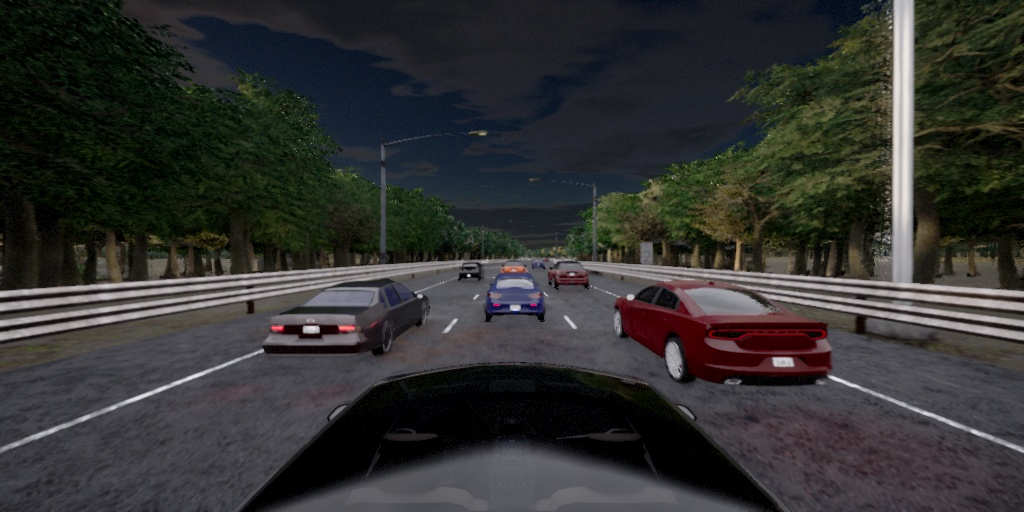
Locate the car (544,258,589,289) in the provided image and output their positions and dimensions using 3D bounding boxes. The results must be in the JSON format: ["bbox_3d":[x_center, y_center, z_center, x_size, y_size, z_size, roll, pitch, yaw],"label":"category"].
[{"bbox_3d":[3.510,1.097,23.057,2.097,1.767,4.553,0,0,0],"label":"car"}]

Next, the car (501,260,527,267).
[{"bbox_3d":[0.164,1.121,29.956,2.097,1.767,4.553,0,0,1],"label":"car"}]

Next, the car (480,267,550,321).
[{"bbox_3d":[0.085,1.271,12.275,1.812,1.442,4.674,0,0,0],"label":"car"}]

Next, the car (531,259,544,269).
[{"bbox_3d":[4.266,1.228,58.851,2.097,1.767,4.553,0,0,2],"label":"car"}]

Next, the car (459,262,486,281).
[{"bbox_3d":[-3.334,1.274,30.325,1.837,1.490,4.892,0,0,1],"label":"car"}]

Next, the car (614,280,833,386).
[{"bbox_3d":[3.498,1.217,7.100,1.882,1.535,5.008,0,0,0],"label":"car"}]

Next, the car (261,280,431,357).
[{"bbox_3d":[-3.399,1.293,8.581,2.033,1.411,5.357,0,0,0],"label":"car"}]
